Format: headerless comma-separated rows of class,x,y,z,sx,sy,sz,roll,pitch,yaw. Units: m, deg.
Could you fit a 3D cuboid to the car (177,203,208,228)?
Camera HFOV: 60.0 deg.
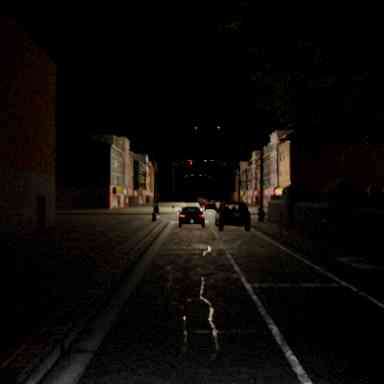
car,-0.067,1.761,24.191,1.812,1.442,4.674,0,-1,-2

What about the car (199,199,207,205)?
car,2.591,2.486,81.092,1.802,1.307,4.206,0,-1,0

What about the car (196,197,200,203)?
car,2.601,2.079,70.222,2.192,1.841,5.009,1,-1,0

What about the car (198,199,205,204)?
car,2.584,2.600,91.967,2.008,1.369,4.403,0,-1,0

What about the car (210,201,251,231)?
car,2.634,1.528,22.045,2.192,1.841,5.009,1,-1,0

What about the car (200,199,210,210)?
car,2.614,2.046,48.471,1.887,1.381,4.507,1,-1,0

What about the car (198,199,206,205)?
car,2.588,2.558,86.529,1.802,1.307,4.206,0,-1,0

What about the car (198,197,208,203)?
car,2.602,2.241,64.782,1.887,1.381,4.507,1,-1,0
